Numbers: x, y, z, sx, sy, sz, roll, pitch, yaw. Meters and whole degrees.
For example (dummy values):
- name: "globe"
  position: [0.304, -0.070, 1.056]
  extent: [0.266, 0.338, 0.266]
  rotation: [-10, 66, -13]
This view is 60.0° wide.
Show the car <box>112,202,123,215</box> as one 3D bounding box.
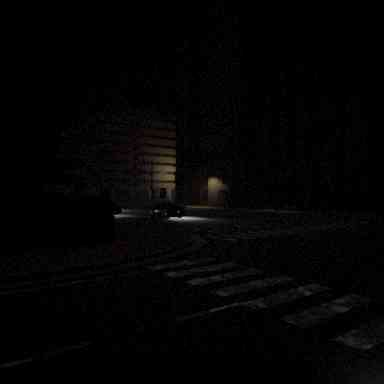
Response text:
- name: "car"
  position: [-9.135, 1.603, 34.952]
  extent: [2.033, 1.411, 5.357]
  rotation: [0, 0, -35]

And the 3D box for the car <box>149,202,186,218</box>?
- name: "car"
  position: [-2.353, 1.620, 31.450]
  extent: [1.994, 1.385, 4.181]
  rotation: [0, 0, -35]
